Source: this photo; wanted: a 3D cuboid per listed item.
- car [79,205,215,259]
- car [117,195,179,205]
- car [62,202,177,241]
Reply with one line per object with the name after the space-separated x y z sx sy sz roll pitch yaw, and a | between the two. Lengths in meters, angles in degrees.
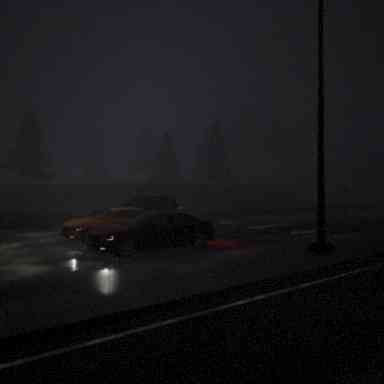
-1.417 1.458 12.766 5.008 1.535 1.882 0 0 -35 | car
-3.268 1.195 20.017 5.566 2.045 2.150 0 0 -35 | car
-3.447 1.458 15.618 5.008 1.535 1.882 0 0 -35 | car
